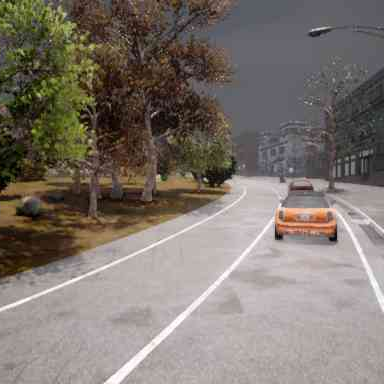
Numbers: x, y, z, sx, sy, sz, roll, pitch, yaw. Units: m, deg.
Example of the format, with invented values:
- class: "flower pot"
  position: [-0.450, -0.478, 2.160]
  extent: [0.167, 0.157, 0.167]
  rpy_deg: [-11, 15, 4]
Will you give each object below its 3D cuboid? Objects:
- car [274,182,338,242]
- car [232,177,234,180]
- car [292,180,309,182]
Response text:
- class: "car"
  position: [4.541, 0.714, 13.194]
  extent: [2.097, 1.767, 4.553]
  rpy_deg: [0, 4, 20]
- class: "car"
  position: [7.886, -3.331, 73.606]
  extent: [1.895, 1.301, 4.718]
  rpy_deg: [1, 4, -7]
- class: "car"
  position: [9.038, -0.238, 27.766]
  extent: [1.882, 1.535, 5.008]
  rpy_deg: [0, 4, 14]
